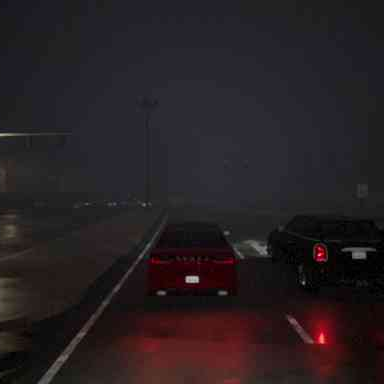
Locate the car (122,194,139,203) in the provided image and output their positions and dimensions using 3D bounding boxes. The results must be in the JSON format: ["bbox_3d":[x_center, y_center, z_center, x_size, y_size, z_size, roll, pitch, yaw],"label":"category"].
[{"bbox_3d":[-12.756,1.446,69.596,1.882,1.535,5.008,0,0,0],"label":"car"}]

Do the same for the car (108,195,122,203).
[{"bbox_3d":[-16.256,1.493,69.573,2.128,1.511,4.902,0,0,0],"label":"car"}]

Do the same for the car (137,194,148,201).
[{"bbox_3d":[-12.749,1.313,85.205,2.097,1.767,4.553,0,0,0],"label":"car"}]

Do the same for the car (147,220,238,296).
[{"bbox_3d":[0.009,1.474,8.658,1.882,1.535,5.008,0,0,0],"label":"car"}]

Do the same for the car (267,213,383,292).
[{"bbox_3d":[3.510,1.348,9.099,2.097,1.767,4.553,0,0,0],"label":"car"}]

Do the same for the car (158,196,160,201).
[{"bbox_3d":[-9.249,1.553,85.154,1.895,1.301,4.718,0,0,0],"label":"car"}]

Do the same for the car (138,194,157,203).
[{"bbox_3d":[-9.256,1.493,69.610,2.128,1.511,4.902,0,0,0],"label":"car"}]

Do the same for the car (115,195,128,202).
[{"bbox_3d":[-16.252,1.442,76.569,1.882,1.535,5.008,0,0,0],"label":"car"}]

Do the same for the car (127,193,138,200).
[{"bbox_3d":[-16.246,1.239,90.983,2.097,1.767,4.553,0,0,0],"label":"car"}]
